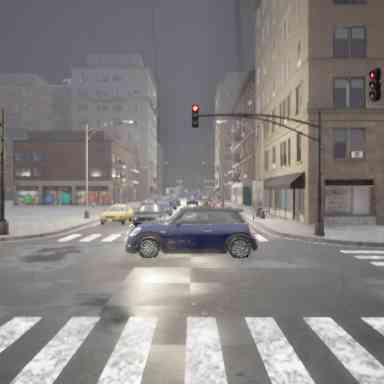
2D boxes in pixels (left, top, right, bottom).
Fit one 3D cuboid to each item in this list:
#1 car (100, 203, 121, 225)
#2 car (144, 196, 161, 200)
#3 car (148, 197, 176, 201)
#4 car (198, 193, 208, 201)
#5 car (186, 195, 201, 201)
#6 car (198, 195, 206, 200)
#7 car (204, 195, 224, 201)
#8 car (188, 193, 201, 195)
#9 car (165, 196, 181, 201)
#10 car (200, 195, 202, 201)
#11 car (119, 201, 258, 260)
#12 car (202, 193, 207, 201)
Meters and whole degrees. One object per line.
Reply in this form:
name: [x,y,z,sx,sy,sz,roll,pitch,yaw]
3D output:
car: [-5.362,1.514,24.043,1.752,1.417,4.829,0,0,0]
car: [-5.344,1.532,41.198,2.008,1.369,4.403,0,0,0]
car: [-2.804,1.511,32.171,1.812,1.442,4.674,0,0,0]
car: [2.722,1.282,80.823,2.192,1.841,5.009,0,0,0]
car: [0.056,1.577,54.022,1.895,1.301,4.718,0,0,0]
car: [2.733,1.530,92.147,1.947,1.339,4.313,0,0,0]
car: [2.675,1.424,35.528,1.967,1.590,4.097,0,0,0]
car: [0.067,1.194,64.324,2.150,2.045,5.566,0,0,0]
car: [-2.744,1.529,41.907,2.033,1.411,5.357,0,0,1]
car: [2.692,1.502,52.683,1.752,1.417,4.829,0,0,0]
car: [-0.023,1.349,11.978,4.553,1.767,2.097,0,0,0]
car: [2.681,1.297,41.190,2.192,1.841,5.009,0,0,0]
